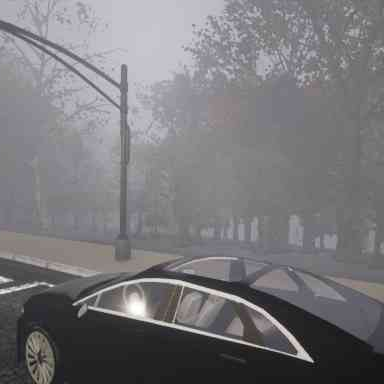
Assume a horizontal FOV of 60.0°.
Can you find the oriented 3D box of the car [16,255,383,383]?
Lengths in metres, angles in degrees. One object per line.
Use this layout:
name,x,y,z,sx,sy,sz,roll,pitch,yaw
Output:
car,0.002,1.491,3.699,4.902,1.511,2.128,0,0,34
